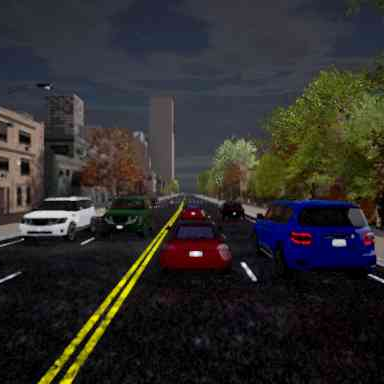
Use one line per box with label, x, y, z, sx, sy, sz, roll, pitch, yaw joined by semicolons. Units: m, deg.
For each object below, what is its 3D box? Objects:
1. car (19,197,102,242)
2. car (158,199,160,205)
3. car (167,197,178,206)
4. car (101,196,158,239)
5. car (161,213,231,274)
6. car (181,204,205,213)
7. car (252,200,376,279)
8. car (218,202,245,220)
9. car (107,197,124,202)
car;-6.596;1.274;17.114;2.150;2.045;5.566;0;0;0
car;-6.753;1.684;58.834;1.837;1.490;4.892;0;0;0
car;-3.520;1.676;60.086;2.128;1.511;4.902;0;0;0
car;-3.346;1.277;18.169;2.150;2.045;5.566;0;0;0
car;0.103;1.597;10.722;1.994;1.385;4.181;0;0;0
car;0.105;1.649;27.911;1.994;1.385;4.181;0;0;0
car;3.352;1.254;10.253;2.150;2.045;5.566;0;0;0
car;3.355;1.566;28.806;1.882;1.535;5.008;0;0;0
car;-20.676;2.098;90.182;4.313;1.339;1.947;-1;1;-1
